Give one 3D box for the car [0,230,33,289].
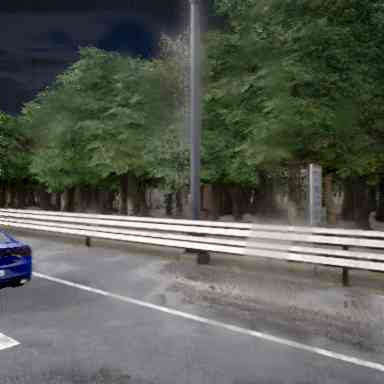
[{"bbox_3d":[-5.894,1.511,8.224,5.008,1.535,1.882,0,0,37],"label":"car"}]
